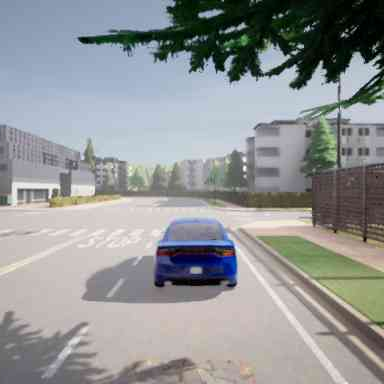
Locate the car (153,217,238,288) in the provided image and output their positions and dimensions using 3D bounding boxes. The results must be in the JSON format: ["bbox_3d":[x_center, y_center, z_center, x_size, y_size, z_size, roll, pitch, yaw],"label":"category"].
[{"bbox_3d":[0.090,1.432,9.186,1.882,1.535,5.008,0,0,0],"label":"car"}]
